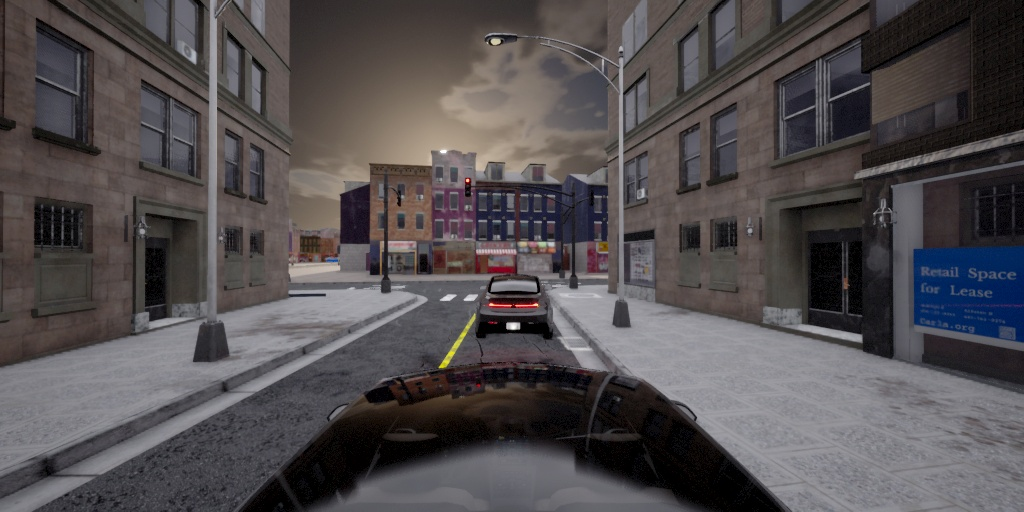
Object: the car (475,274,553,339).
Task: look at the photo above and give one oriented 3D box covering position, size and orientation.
[{"bbox_3d":[0.098,1.255,10.110,1.837,1.490,4.892,0,0,2],"label":"car"}]
